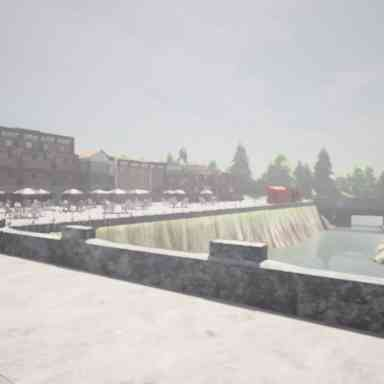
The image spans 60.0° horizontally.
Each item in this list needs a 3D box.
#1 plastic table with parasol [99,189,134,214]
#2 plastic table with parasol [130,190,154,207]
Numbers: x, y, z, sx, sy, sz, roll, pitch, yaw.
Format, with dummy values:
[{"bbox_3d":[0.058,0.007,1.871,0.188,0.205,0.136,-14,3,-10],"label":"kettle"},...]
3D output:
[{"bbox_3d":[-7.735,0.936,34.307,2.482,2.480,2.482,0,0,35],"label":"plastic table with parasol"},{"bbox_3d":[-7.648,0.940,50.984,2.482,2.480,2.482,0,0,35],"label":"plastic table with parasol"}]
